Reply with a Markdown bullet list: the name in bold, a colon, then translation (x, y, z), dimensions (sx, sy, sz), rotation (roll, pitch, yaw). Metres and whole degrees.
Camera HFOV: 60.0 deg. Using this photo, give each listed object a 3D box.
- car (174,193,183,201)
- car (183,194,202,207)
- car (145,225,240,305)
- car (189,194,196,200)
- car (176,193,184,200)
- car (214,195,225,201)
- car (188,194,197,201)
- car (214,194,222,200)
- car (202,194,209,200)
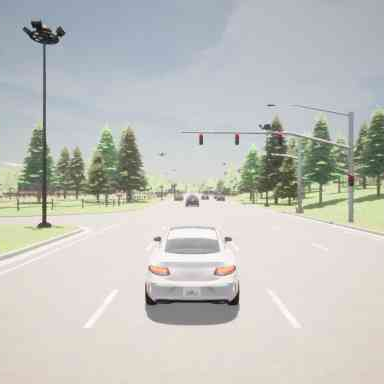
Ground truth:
- **car**: translation (-3.375, 1.544, 82.842), dimensions (1.994, 1.385, 4.181), rotation (0, 0, 0)
- **car**: translation (0.078, 1.352, 51.810), dimensions (2.097, 1.767, 4.553), rotation (0, 0, 0)
- **car**: translation (0.018, 1.526, 7.937), dimensions (1.812, 1.442, 4.674), rotation (0, 0, 0)
- **car**: translation (0.140, 1.332, 92.873), dimensions (1.837, 1.490, 4.892), rotation (0, 0, 0)
- **car**: translation (-3.360, 1.187, 92.848), dimensions (2.097, 1.767, 4.553), rotation (0, 0, 0)
- **car**: translation (7.124, 1.517, 82.442), dimensions (2.128, 1.511, 4.902), rotation (0, 0, 0)
- **car**: translation (0.125, 1.347, 82.840), dimensions (2.097, 1.767, 4.553), rotation (0, 0, 0)
- **car**: translation (7.140, 1.385, 92.862), dimensions (1.994, 1.385, 4.181), rotation (0, 0, 0)
- **car**: translation (3.640, 1.355, 93.251), dimensions (2.097, 1.767, 4.553), rotation (0, 0, 0)
